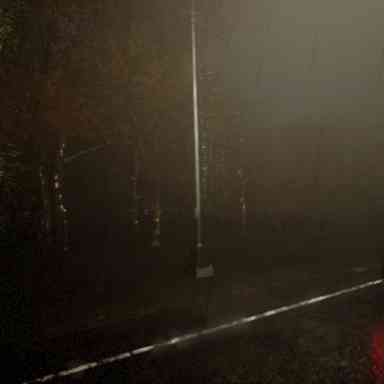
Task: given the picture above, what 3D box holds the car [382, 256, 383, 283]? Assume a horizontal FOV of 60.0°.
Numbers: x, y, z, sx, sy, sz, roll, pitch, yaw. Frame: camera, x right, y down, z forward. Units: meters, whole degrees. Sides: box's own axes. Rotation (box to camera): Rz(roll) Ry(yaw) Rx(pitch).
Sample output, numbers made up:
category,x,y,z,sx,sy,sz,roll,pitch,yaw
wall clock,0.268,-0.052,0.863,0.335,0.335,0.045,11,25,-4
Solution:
category,x,y,z,sx,sy,sz,roll,pitch,yaw
car,6.665,1.694,8.313,4.902,1.511,2.128,0,-3,-34
